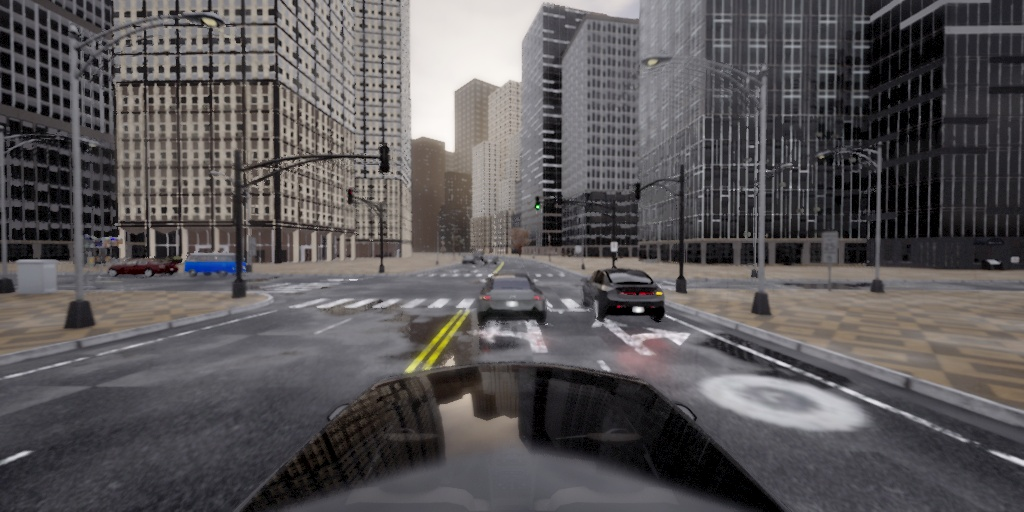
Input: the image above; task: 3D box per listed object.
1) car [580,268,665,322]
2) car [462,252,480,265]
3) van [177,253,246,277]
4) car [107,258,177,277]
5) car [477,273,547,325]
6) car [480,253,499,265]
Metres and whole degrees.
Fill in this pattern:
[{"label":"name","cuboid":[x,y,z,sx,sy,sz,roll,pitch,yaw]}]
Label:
[{"label":"car","cuboid":[3.474,1.147,11.885,1.837,1.490,4.892,0,1,3]},{"label":"car","cuboid":[-6.550,0.618,55.358,1.882,1.535,5.008,0,1,0]},{"label":"van","cuboid":[-22.648,0.683,27.376,3.998,1.789,1.690,0,0,1]},{"label":"car","cuboid":[-28.187,0.862,27.424,4.507,1.381,1.888,0,0,1]},{"label":"car","cuboid":[-0.069,1.211,11.427,1.994,1.385,4.181,0,1,-2]},{"label":"car","cuboid":[-3.302,0.628,55.687,2.128,1.511,4.902,0,1,0]}]
